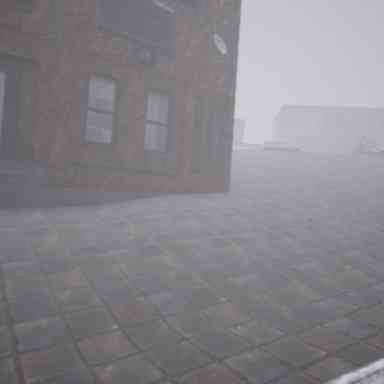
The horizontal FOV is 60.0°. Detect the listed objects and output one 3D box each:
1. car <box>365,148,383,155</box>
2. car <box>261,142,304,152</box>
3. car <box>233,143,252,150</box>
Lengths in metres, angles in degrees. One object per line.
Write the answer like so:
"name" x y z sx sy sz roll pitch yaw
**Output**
"car" 20.490 -3.761 34.331 4.892 1.521 2.231 3 -1 6
"car" 9.630 -4.483 35.458 4.553 1.767 2.185 3 -1 6
"car" 4.165 -4.615 36.019 4.674 1.452 2.002 3 -1 6
